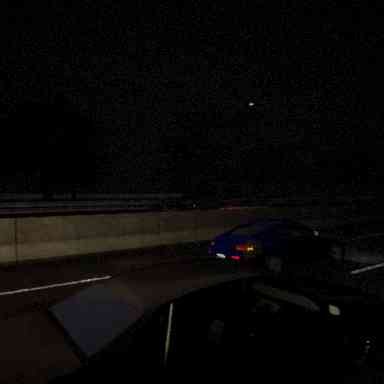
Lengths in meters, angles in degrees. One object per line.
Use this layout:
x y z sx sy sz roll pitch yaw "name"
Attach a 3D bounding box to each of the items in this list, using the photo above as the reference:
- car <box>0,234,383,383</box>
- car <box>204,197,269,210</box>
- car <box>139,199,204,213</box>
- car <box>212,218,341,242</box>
0.237 1.546 3.917 5.357 1.411 2.033 0 0 -36 "car"
3.461 1.319 23.655 4.553 1.767 2.097 0 0 -35 "car"
-1.628 1.483 24.331 4.892 1.490 1.837 0 0 -35 "car"
2.608 1.515 9.916 4.674 1.442 1.812 0 0 -36 "car"
